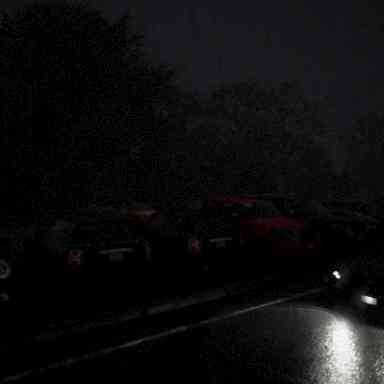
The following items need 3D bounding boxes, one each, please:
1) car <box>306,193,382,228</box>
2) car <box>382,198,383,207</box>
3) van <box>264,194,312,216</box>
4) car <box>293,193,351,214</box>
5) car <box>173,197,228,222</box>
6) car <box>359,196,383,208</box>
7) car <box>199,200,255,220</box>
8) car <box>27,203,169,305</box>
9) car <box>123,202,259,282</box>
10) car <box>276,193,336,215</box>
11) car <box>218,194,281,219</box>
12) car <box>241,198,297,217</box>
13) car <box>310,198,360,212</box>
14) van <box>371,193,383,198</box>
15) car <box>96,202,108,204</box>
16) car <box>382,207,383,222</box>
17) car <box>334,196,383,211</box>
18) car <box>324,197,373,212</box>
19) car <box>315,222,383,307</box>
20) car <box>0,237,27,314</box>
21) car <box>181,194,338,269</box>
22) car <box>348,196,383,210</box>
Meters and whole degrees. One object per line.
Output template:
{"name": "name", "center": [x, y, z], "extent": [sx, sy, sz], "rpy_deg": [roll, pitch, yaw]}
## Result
{"name": "car", "center": [4.066, 1.213, 13.397], "extent": [2.435, 2.045, 5.566], "rpy_deg": [0, 0, -36]}
{"name": "car", "center": [8.590, 1.333, 16.710], "extent": [2.185, 1.767, 4.553], "rpy_deg": [0, 0, -36]}
{"name": "van", "center": [9.586, 1.223, 33.613], "extent": [1.878, 1.987, 4.442], "rpy_deg": [0, 0, -36]}
{"name": "car", "center": [14.185, 1.187, 36.727], "extent": [2.435, 2.045, 5.566], "rpy_deg": [0, 0, -36]}
{"name": "car", "center": [0.607, 1.334, 27.080], "extent": [2.185, 1.767, 4.553], "rpy_deg": [0, 0, -36]}
{"name": "car", "center": [25.463, 1.358, 44.828], "extent": [2.231, 1.521, 4.892], "rpy_deg": [-1, 0, -36]}
{"name": "car", "center": [2.900, 1.486, 28.648], "extent": [2.163, 1.488, 4.792], "rpy_deg": [0, 0, -36]}
{"name": "car", "center": [-2.770, 1.347, 8.500], "extent": [2.185, 1.767, 4.553], "rpy_deg": [0, 0, -36]}
{"name": "car", "center": [-0.491, 1.344, 10.132], "extent": [2.185, 1.767, 4.553], "rpy_deg": [0, 0, -36]}
{"name": "car", "center": [11.894, 1.195, 35.157], "extent": [2.435, 2.045, 5.566], "rpy_deg": [0, 0, -36]}
{"name": "car", "center": [5.124, 1.203, 30.311], "extent": [2.435, 2.045, 5.566], "rpy_deg": [0, 0, -36]}
{"name": "car", "center": [7.290, 1.448, 32.055], "extent": [1.946, 1.575, 5.366], "rpy_deg": [0, 0, -36]}
{"name": "car", "center": [16.409, 1.458, 38.390], "extent": [2.163, 1.488, 4.792], "rpy_deg": [0, 0, -36]}
{"name": "van", "center": [13.099, 1.227, 20.043], "extent": [1.878, 1.987, 4.442], "rpy_deg": [0, 0, -36]}
{"name": "car", "center": [-6.149, 1.469, 22.213], "extent": [2.231, 1.521, 4.892], "rpy_deg": [0, 0, -36]}
{"name": "car", "center": [6.331, 1.501, 15.050], "extent": [2.002, 1.452, 4.674], "rpy_deg": [0, 0, -36]}
{"name": "car", "center": [20.835, 1.395, 41.750], "extent": [1.946, 1.575, 5.366], "rpy_deg": [0, 0, -36]}
{"name": "car", "center": [18.706, 1.447, 39.962], "extent": [2.163, 1.488, 4.792], "rpy_deg": [0, 0, -36]}
{"name": "car", "center": [5.326, 1.537, 7.488], "extent": [5.357, 1.411, 2.033], "rpy_deg": [0, 0, -36]}
{"name": "car", "center": [-5.086, 1.349, 6.919], "extent": [2.185, 1.767, 4.553], "rpy_deg": [0, 0, -36]}
{"name": "car", "center": [1.787, 1.215, 11.766], "extent": [2.435, 2.045, 5.566], "rpy_deg": [0, 0, -36]}
{"name": "car", "center": [23.204, 1.379, 43.212], "extent": [2.097, 1.535, 5.008], "rpy_deg": [0, 0, -36]}
